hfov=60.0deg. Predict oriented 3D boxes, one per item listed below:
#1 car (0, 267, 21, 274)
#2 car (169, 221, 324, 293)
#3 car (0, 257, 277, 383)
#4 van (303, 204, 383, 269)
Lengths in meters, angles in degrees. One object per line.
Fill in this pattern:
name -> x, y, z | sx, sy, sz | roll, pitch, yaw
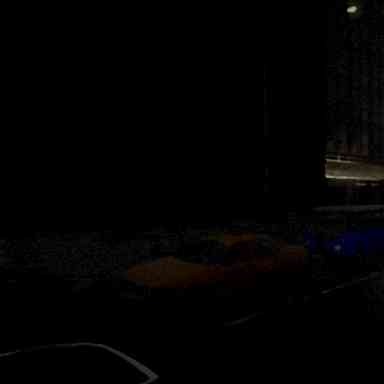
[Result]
car -> -3.602, 1.621, 3.986 | 4.206, 1.307, 1.802 | 0, 0, -38
car -> 0.705, 1.534, 7.308 | 4.829, 1.417, 1.752 | 0, 0, -38
car -> -1.844, 1.527, 1.855 | 4.892, 1.490, 1.837 | 0, 0, -38
van -> 5.280, 1.319, 10.837 | 3.998, 1.788, 1.690 | 0, 0, -38
